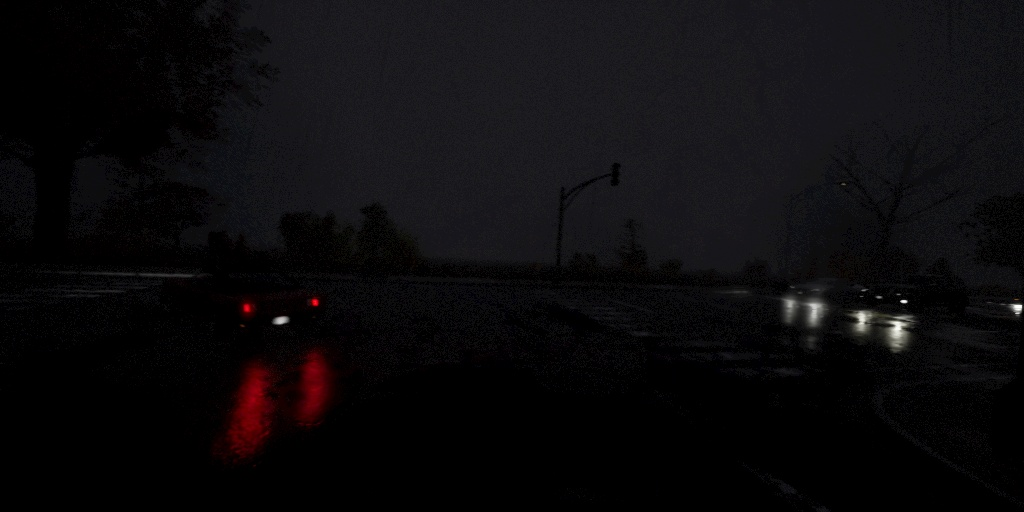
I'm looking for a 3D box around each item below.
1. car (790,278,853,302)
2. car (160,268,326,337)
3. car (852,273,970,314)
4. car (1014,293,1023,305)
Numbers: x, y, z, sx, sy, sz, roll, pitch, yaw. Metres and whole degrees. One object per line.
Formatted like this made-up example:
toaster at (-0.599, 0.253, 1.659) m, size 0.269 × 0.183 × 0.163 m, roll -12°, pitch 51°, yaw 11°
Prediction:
car at (20.042, 2.105, 22.675) m, size 4.674 × 1.442 × 1.812 m, roll 3°, pitch 1°, yaw -14°
car at (-6.665, 0.929, 8.711) m, size 4.718 × 1.301 × 1.895 m, roll 4°, pitch 1°, yaw 33°
car at (22.389, 1.992, 19.910) m, size 5.566 × 2.045 × 2.150 m, roll 3°, pitch 1°, yaw -14°
car at (42.173, 3.299, 28.212) m, size 4.181 × 1.385 × 1.994 m, roll 3°, pitch 1°, yaw -14°
